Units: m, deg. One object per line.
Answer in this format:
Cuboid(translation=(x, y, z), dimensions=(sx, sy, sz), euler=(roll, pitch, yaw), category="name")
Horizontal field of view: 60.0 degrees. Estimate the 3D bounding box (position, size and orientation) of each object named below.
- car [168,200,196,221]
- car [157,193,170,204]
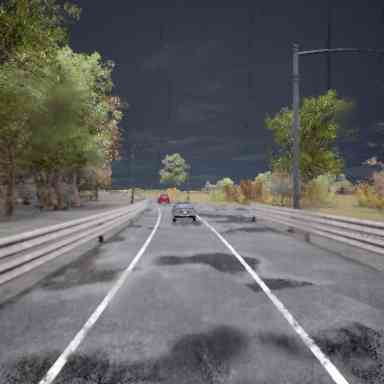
Cuboid(translation=(-0.739, 1.574, 27.484), dimensions=(2.033, 1.411, 5.357), euler=(0, 0, -5), category="car")
Cuboid(translation=(-5.784, 1.263, 66.633), dimensions=(2.150, 2.045, 5.566), euler=(0, 0, -11), category="car")
